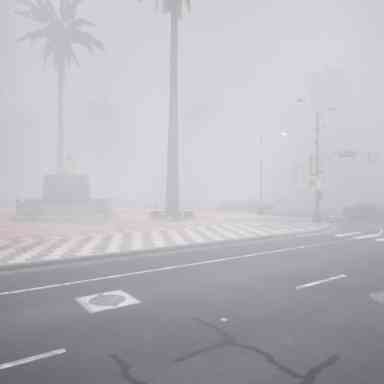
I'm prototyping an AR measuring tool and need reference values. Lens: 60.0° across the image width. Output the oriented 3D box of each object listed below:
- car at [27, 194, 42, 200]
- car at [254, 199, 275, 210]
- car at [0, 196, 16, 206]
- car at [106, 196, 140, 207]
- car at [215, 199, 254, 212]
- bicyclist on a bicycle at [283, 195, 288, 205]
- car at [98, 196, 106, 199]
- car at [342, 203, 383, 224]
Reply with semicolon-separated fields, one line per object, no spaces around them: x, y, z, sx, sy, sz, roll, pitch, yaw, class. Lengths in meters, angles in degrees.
-26.037;1.221;58.550;5.566;2.045;2.150;0;0;-10;car
7.623;1.546;41.368;2.033;1.411;5.357;0;0;-42;car
-31.100;1.505;53.609;4.892;1.490;1.837;0;0;-16;car
-10.391;1.525;51.384;4.674;1.442;1.812;0;0;10;car
4.746;1.563;39.165;1.994;1.385;4.181;0;0;-44;car
15.280;1.299;54.441;0.582;1.620;1.656;0;0;42;bicyclist on a bicycle
-15.829;1.491;59.107;4.902;1.511;2.128;0;0;2;car
13.633;1.546;24.966;2.033;1.411;5.357;0;0;-11;car
